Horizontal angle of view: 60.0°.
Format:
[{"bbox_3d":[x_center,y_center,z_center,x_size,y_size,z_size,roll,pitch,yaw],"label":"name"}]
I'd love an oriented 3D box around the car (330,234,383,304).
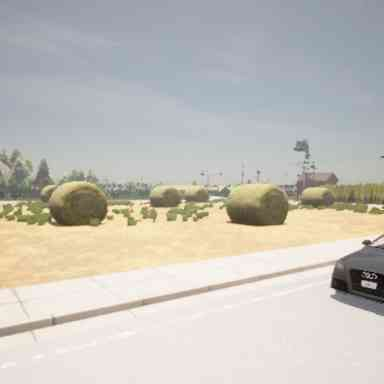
[{"bbox_3d":[5.043,1.618,7.591,4.181,1.385,1.994,0,0,-36],"label":"car"}]
